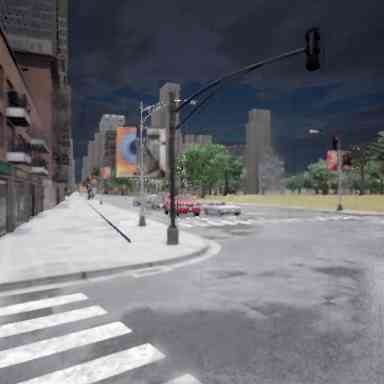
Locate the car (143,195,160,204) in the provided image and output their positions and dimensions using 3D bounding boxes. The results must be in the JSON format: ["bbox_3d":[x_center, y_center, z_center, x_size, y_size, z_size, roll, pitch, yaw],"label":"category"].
[{"bbox_3d":[-7.187,1.306,58.222,1.882,1.535,5.008,-1,0,-19],"label":"car"}]

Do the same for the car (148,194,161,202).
[{"bbox_3d":[-7.939,1.216,70.269,1.812,1.442,4.674,-1,0,-19],"label":"car"}]

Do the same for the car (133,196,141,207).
[{"bbox_3d":[-7.605,1.372,49.411,1.837,1.490,4.892,-1,0,-19],"label":"car"}]

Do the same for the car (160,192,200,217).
[{"bbox_3d":[-1.007,1.111,30.544,2.150,2.045,5.566,-1,0,-19],"label":"car"}]

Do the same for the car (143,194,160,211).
[{"bbox_3d":[-4.239,1.369,39.768,2.128,1.511,4.902,-1,0,-19],"label":"car"}]

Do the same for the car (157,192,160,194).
[{"bbox_3d":[-3.782,1.061,48.314,2.150,2.045,5.566,-1,0,-19],"label":"car"}]

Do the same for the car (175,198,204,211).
[{"bbox_3d":[-0.388,1.452,38.608,1.895,1.301,4.718,-1,0,-19],"label":"car"}]

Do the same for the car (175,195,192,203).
[{"bbox_3d":[-1.561,1.332,61.899,1.994,1.385,4.181,-1,0,-19],"label":"car"}]

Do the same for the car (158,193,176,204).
[{"bbox_3d":[-4.620,1.150,60.794,2.097,1.767,4.553,-1,0,-19],"label":"car"}]

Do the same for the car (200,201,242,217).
[{"bbox_3d":[2.662,1.462,29.968,1.895,1.301,4.718,-1,0,-20],"label":"car"}]
